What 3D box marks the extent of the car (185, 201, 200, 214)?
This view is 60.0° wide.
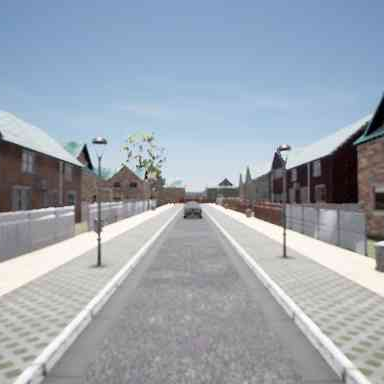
[{"bbox_3d":[0.074,2.059,44.838,1.882,1.535,5.008,0,-1,0],"label":"car"}]

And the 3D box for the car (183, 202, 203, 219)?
[{"bbox_3d":[0.087,1.956,34.706,1.837,1.490,4.892,0,-1,0],"label":"car"}]
